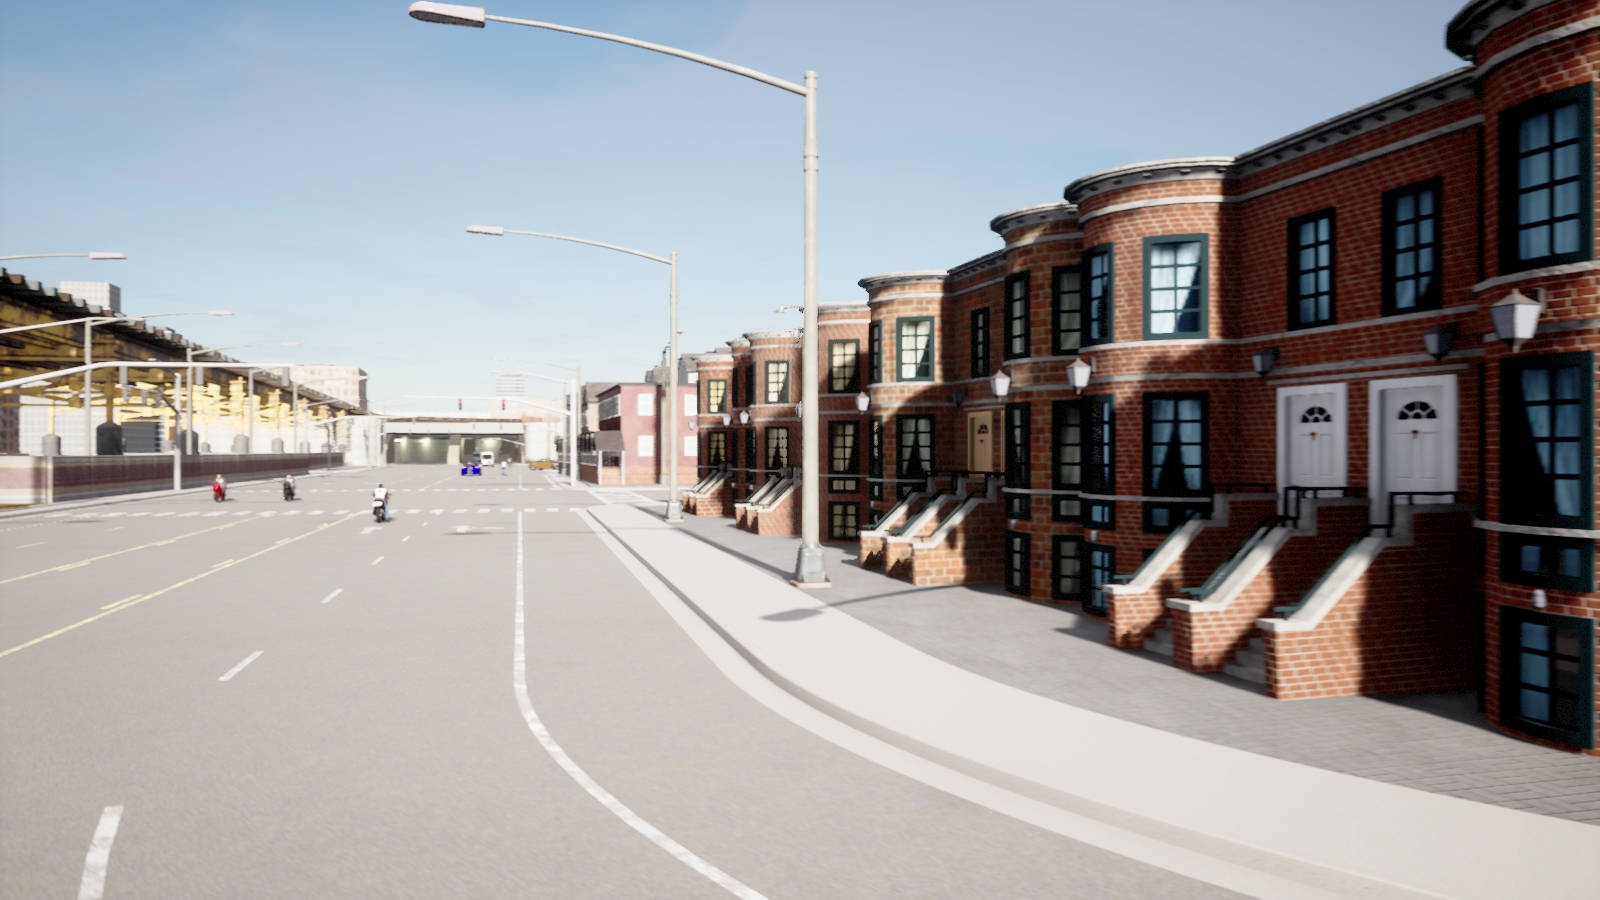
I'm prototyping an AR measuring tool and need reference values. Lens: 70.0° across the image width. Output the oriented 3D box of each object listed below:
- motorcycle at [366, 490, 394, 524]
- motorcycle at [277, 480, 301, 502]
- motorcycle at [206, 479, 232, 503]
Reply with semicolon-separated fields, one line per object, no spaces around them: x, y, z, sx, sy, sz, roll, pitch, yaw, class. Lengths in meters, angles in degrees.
-16.313;2.192;44.444;0.803;1.224;2.033;0;0;-14;motorcycle
-27.947;2.237;62.507;0.803;1.145;2.033;0;0;-14;motorcycle
-31.358;2.195;61.724;0.803;1.224;2.033;0;0;-14;motorcycle
